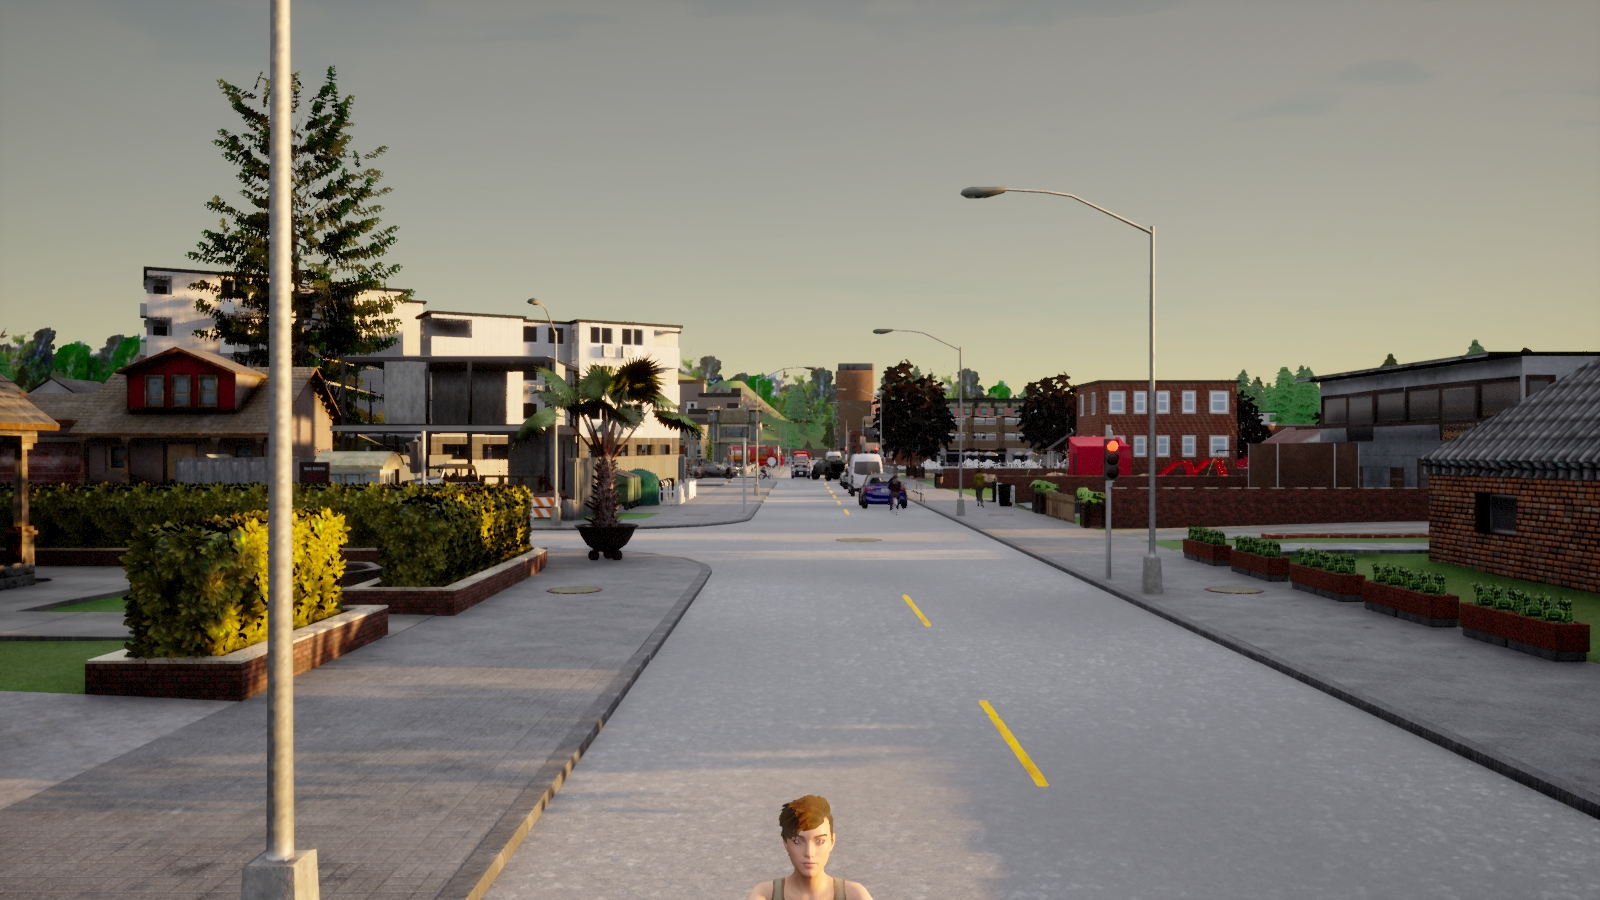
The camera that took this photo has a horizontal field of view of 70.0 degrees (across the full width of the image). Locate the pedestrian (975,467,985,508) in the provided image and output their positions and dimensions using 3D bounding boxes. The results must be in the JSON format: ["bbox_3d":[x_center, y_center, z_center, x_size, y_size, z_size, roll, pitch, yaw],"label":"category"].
[{"bbox_3d":[8.389,1.744,53.341,0.375,1.860,0.375,0,0,-6],"label":"pedestrian"}]

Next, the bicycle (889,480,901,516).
[{"bbox_3d":[4.082,2.060,49.170,0.329,1.471,1.835,0,0,0],"label":"bicycle"}]

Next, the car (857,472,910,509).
[{"bbox_3d":[4.046,1.967,56.171,2.242,1.667,4.611,0,0,0],"label":"car"}]

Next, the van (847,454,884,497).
[{"bbox_3d":[4.045,1.534,71.354,1.988,2.561,5.915,0,0,0],"label":"van"}]

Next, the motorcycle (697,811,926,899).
[{"bbox_3d":[0.039,2.155,3.558,0.764,1.307,2.356,0,0,0],"label":"motorcycle"}]
